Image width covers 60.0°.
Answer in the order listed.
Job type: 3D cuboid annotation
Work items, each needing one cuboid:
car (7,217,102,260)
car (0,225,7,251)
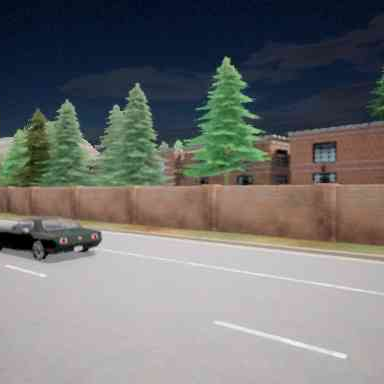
[{"bbox_3d":[-5.549,1.562,12.250,4.718,1.301,1.895,0,0,36],"label":"car"},{"bbox_3d":[-7.419,1.314,9.283,4.553,1.767,2.097,0,0,36],"label":"car"}]
